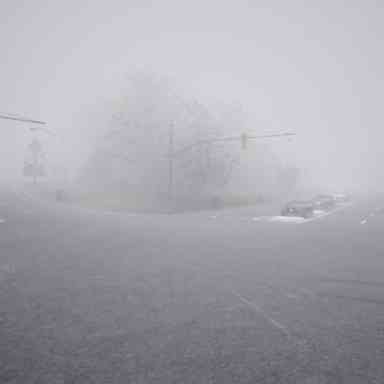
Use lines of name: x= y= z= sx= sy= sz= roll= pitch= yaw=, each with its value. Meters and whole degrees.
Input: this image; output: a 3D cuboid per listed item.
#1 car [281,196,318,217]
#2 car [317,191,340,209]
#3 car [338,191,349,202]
car: x=9.204 y=1.306 z=28.818 sx=1.994 sy=1.385 sz=4.181 roll=1 pitch=2 yaw=33
car: x=14.807 y=0.996 z=37.507 sx=2.128 sy=1.511 sz=4.902 roll=1 pitch=3 yaw=33
car: x=20.866 y=0.578 z=46.838 sx=1.812 sy=1.442 sz=4.674 roll=1 pitch=4 yaw=33
